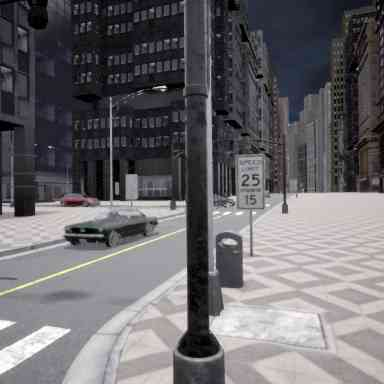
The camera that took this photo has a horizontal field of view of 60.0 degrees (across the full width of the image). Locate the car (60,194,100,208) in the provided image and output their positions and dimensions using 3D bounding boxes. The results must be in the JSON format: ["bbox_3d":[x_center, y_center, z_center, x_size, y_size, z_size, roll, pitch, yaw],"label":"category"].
[{"bbox_3d":[-12.876,0.969,38.423,4.553,1.767,2.097,-1,0,19],"label":"car"}]

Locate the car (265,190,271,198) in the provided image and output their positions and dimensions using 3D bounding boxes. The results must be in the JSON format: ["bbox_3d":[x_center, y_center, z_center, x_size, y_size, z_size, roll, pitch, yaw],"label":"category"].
[{"bbox_3d":[14.699,0.440,66.807,1.837,1.490,4.892,-1,1,19],"label":"car"}]

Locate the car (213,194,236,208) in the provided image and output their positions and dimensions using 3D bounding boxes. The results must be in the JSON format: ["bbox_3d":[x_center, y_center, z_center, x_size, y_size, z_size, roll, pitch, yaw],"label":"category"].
[{"bbox_3d":[2.251,0.979,35.213,4.892,1.490,1.837,-1,1,-5],"label":"car"}]

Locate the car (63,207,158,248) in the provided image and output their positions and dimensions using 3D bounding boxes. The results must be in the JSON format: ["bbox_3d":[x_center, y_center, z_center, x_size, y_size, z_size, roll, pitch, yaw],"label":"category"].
[{"bbox_3d":[-3.257,1.431,14.217,1.895,1.301,4.718,-1,1,19],"label":"car"}]
